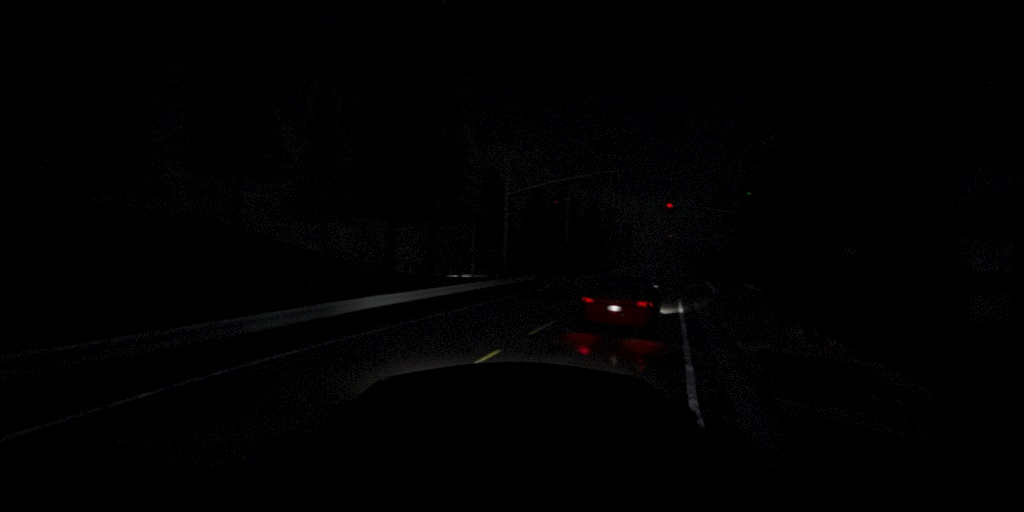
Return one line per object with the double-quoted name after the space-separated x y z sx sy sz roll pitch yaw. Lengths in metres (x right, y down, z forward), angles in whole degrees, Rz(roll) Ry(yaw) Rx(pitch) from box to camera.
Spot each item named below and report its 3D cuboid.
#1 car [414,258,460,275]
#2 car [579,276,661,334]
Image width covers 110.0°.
-6.629 0.923 31.697 4.674 1.442 1.812 3 1 31 "car"
3.406 1.297 10.889 1.994 1.385 4.181 1 1 24 "car"
